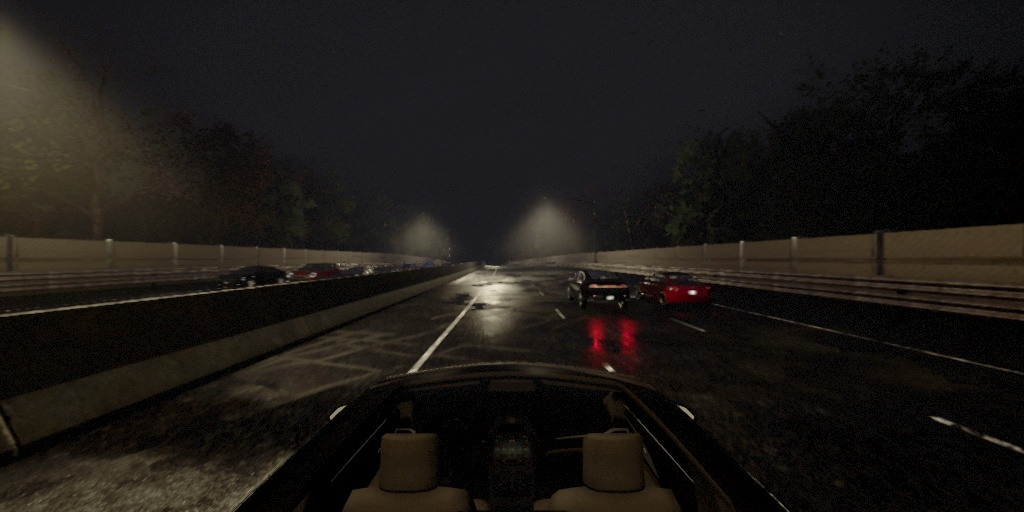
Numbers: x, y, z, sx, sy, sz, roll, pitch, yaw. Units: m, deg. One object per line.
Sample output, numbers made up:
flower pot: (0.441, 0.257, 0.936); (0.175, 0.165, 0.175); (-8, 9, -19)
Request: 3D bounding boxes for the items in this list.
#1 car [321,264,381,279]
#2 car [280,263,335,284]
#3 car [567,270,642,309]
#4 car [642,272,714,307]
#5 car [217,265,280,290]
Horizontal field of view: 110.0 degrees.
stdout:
car: (-10.737, 1.467, 24.935); (2.033, 1.411, 5.357); (0, 0, -1)
car: (-14.250, 1.283, 26.114); (2.097, 1.767, 4.553); (0, 0, -1)
car: (3.549, 1.334, 15.428); (2.128, 1.511, 4.902); (0, 0, 0)
car: (7.044, 1.407, 16.014); (1.994, 1.385, 4.181); (0, 0, 0)
car: (-17.733, 1.402, 24.717); (1.882, 1.535, 5.008); (0, 0, -1)
